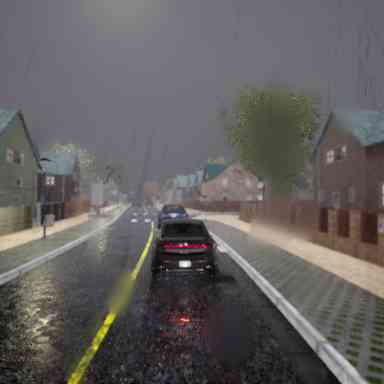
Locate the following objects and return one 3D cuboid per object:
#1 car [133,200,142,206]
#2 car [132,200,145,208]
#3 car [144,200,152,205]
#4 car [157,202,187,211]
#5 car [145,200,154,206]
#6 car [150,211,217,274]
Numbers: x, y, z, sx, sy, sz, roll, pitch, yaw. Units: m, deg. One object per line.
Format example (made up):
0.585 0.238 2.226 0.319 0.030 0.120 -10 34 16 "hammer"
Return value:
-13.409 2.627 81.705 1.994 1.385 4.181 0 -1 -9 "car"
-10.937 2.441 66.581 1.994 1.385 4.181 0 -1 -9 "car"
-11.685 2.804 88.202 1.895 1.301 4.718 0 -1 -9 "car"
-1.372 1.595 23.445 2.097 1.767 4.553 0 -1 -6 "car"
-9.999 2.595 77.894 1.837 1.490 4.892 0 -1 -9 "car"
-0.308 1.607 10.914 1.837 1.490 4.892 0 0 -3 "car"
